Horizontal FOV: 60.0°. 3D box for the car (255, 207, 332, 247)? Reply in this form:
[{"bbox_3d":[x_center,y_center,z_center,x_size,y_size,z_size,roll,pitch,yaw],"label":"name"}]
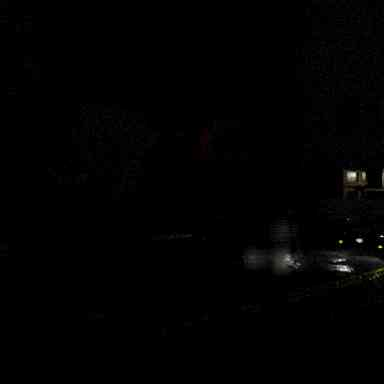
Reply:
[{"bbox_3d":[5.078,1.479,15.298,5.008,1.535,1.882,0,0,-36],"label":"car"}]

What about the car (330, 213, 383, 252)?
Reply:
[{"bbox_3d":[7.648,1.566,13.138,4.181,1.385,1.994,0,0,-35],"label":"car"}]
